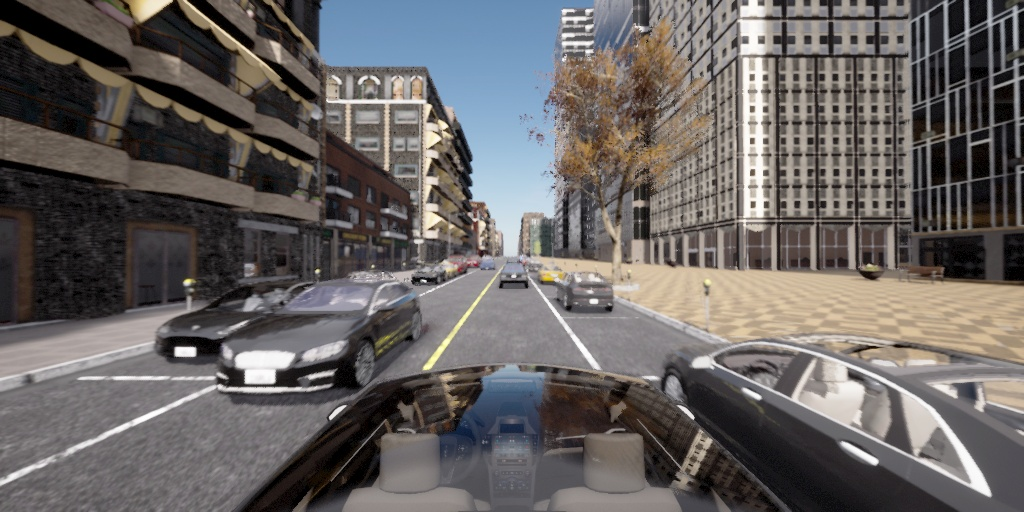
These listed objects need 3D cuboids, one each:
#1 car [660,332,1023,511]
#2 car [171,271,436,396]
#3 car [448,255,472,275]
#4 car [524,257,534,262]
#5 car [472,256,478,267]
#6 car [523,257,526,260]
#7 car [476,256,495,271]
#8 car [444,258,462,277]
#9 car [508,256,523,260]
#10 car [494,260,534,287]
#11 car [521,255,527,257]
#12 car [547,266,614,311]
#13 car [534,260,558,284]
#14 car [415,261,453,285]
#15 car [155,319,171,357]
[{"bbox_3d":[2.692,1.296,2.847,2.007,1.370,4.403,0,0,0],"label":"car"},{"bbox_3d":[-3.099,1.221,6.866,2.128,1.511,4.902,0,0,0],"label":"car"},{"bbox_3d":[-5.679,0.918,36.269,2.192,1.841,5.009,0,0,0],"label":"car"},{"bbox_3d":[2.704,1.131,41.835,2.007,1.370,4.403,0,0,0],"label":"car"},{"bbox_3d":[-5.674,0.851,52.976,2.192,1.841,5.009,0,0,0],"label":"car"},{"bbox_3d":[2.705,1.109,47.403,2.007,1.370,4.403,0,0,0],"label":"car"},{"bbox_3d":[-3.065,1.110,46.476,2.033,1.411,5.357,0,0,0],"label":"car"},{"bbox_3d":[-5.681,1.152,30.529,1.751,1.417,4.829,0,0,0],"label":"car"},{"bbox_3d":[0.114,1.047,44.661,1.882,1.535,5.008,0,0,0],"label":"car"},{"bbox_3d":[0.108,1.205,23.279,2.033,1.411,5.357,0,0,0],"label":"car"},{"bbox_3d":[2.708,0.953,58.542,1.967,1.591,4.097,0,0,0],"label":"car"},{"bbox_3d":[2.695,1.247,13.986,2.007,1.370,4.403,0,0,0],"label":"car"},{"bbox_3d":[2.698,1.175,25.296,1.751,1.417,4.829,0,0,0],"label":"car"},{"bbox_3d":[-5.683,1.216,25.130,1.948,1.339,4.313,0,0,0],"label":"car"},{"bbox_3d":[-5.687,1.287,8.421,1.948,1.339,4.313,0,0,0],"label":"car"}]
